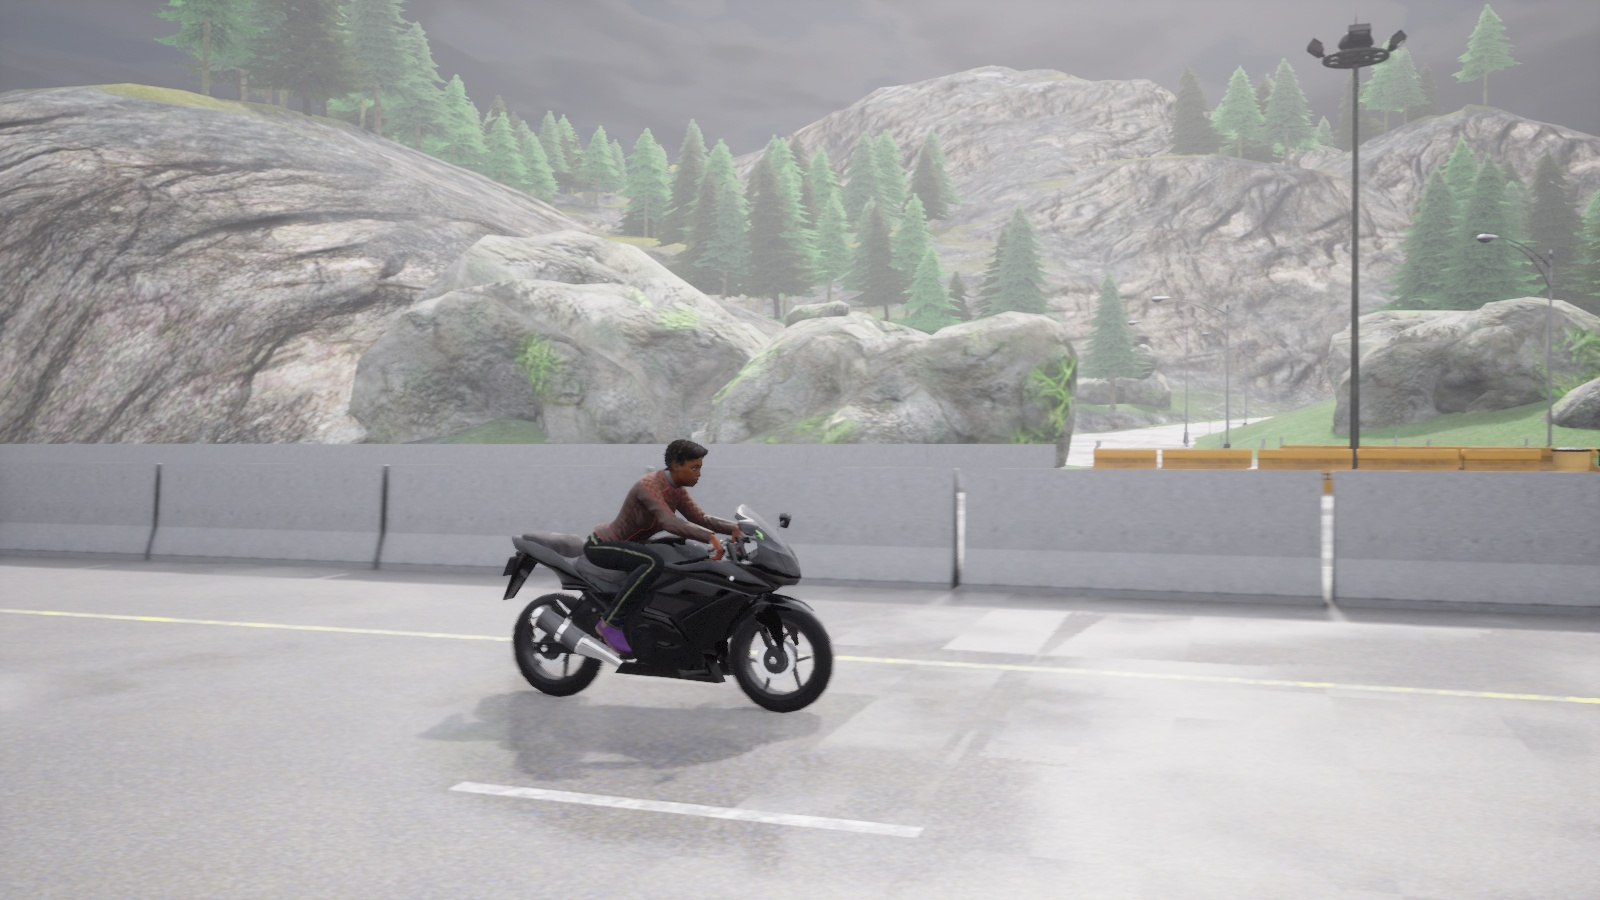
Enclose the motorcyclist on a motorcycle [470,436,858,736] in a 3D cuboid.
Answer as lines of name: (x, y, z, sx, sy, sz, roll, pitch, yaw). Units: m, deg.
motorcyclist on a motorcycle: (-0.765, 0.691, 7.143, 2.044, 1.523, 0.797, 1, 1, 19)
